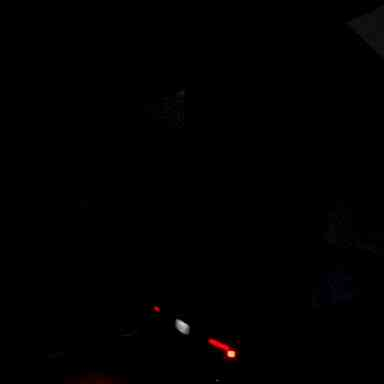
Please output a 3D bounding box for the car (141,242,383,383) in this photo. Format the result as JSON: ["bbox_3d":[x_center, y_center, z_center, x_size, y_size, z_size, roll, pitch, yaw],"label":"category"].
[{"bbox_3d":[1.931,1.519,5.123,5.357,1.411,2.033,0,0,-35],"label":"car"}]
